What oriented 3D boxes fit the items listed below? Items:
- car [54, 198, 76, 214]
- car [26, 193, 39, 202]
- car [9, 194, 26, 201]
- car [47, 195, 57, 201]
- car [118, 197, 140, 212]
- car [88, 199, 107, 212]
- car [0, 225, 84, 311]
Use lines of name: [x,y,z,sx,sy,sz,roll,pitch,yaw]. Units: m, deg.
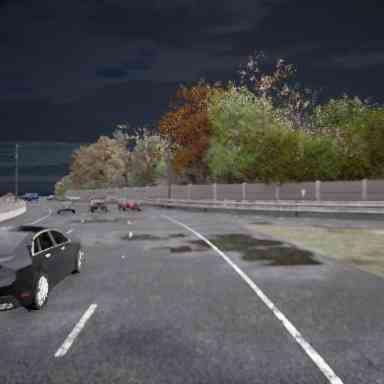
car: [-13.928,1.644,36.980,2.033,1.411,5.357,0,0,-21]
car: [-39.302,1.311,80.709,5.566,2.045,2.150,0,0,40]
car: [-41.654,1.627,78.120,4.674,1.442,1.812,0,0,40]
car: [-34.989,1.581,83.156,1.812,1.442,4.674,0,0,-34]
car: [-7.678,1.405,40.213,2.097,1.767,4.553,0,0,-21]
car: [-11.276,1.585,39.833,1.837,1.490,4.892,0,0,-21]
car: [-3.899,1.532,7.721,1.837,1.490,4.892,0,0,-5]
